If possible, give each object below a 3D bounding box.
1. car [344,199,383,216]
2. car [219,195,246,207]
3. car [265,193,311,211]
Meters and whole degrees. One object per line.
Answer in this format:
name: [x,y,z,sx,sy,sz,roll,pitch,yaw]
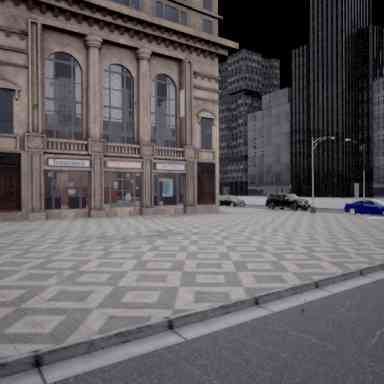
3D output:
car: [16.698,1.426,30.714,1.882,1.535,5.008,-1,1,-35]
car: [5.557,1.244,47.216,2.097,1.767,4.553,-1,0,-34]
car: [11.128,1.141,38.951,2.150,2.045,5.566,-1,0,-34]
